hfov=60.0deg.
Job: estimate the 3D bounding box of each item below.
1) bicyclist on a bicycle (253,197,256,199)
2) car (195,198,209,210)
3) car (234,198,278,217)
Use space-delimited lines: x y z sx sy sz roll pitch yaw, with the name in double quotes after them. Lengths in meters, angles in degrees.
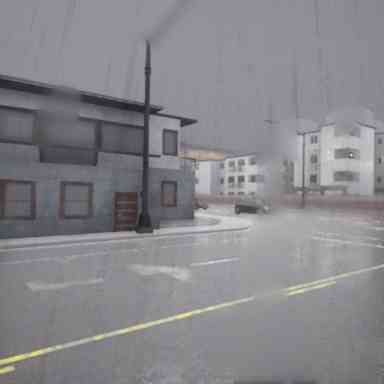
8.930 1.478 47.795 0.582 1.620 1.656 2 0 44 "bicyclist on a bicycle"
-0.099 1.381 40.846 4.674 1.442 1.812 2 0 41 "car"
6.466 1.457 33.520 2.097 1.767 4.553 2 0 -38 "car"
